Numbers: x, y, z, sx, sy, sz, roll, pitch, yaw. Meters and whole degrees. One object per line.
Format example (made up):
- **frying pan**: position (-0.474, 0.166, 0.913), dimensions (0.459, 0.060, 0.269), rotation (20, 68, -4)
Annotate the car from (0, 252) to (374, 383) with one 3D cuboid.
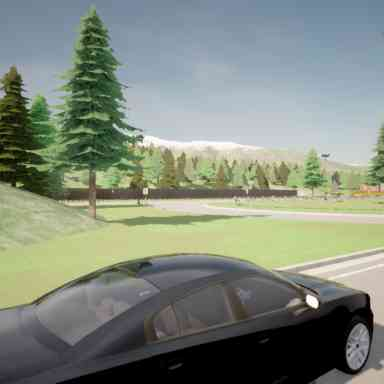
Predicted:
- **car**: position (0.197, 1.477, 3.893), dimensions (5.008, 1.535, 1.882), rotation (0, 0, -36)
